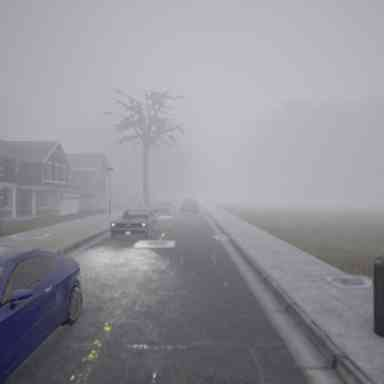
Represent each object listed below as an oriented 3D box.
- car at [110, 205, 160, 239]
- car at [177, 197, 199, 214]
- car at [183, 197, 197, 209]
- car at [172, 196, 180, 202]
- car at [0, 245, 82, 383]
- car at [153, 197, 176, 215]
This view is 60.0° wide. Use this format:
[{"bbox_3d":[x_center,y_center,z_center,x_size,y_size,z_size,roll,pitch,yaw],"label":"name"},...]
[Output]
[{"bbox_3d":[-2.991,1.617,17.730,1.895,1.301,4.718,0,0,0],"label":"car"},{"bbox_3d":[-0.228,1.577,36.249,1.994,1.385,4.181,0,0,0],"label":"car"},{"bbox_3d":[-0.320,1.518,47.343,1.837,1.490,4.892,0,1,0],"label":"car"},{"bbox_3d":[-3.356,1.490,67.707,1.882,1.535,5.008,0,0,0],"label":"car"},{"bbox_3d":[-2.879,1.536,4.400,1.812,1.442,4.674,0,0,0],"label":"car"},{"bbox_3d":[-3.063,1.567,34.069,2.033,1.411,5.357,0,0,0],"label":"car"}]
